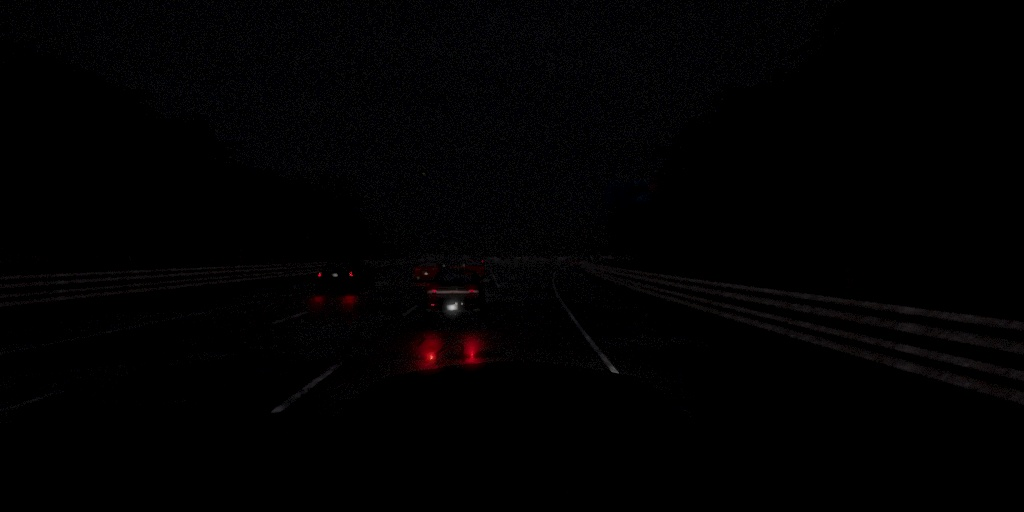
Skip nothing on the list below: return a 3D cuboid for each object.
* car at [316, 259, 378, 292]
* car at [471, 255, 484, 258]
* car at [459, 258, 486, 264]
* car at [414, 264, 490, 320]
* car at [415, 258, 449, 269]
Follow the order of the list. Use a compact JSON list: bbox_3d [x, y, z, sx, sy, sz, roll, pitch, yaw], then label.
[{"bbox_3d":[-9.389,1.030,20.814,2.097,1.767,4.553,0,0,-4],"label":"car"},{"bbox_3d":[-4.920,0.883,50.949,2.150,2.045,5.566,0,0,-5],"label":"car"},{"bbox_3d":[-3.243,1.149,31.130,1.882,1.535,5.008,0,0,-4],"label":"car"},{"bbox_3d":[-1.836,1.209,12.372,2.128,1.511,4.902,0,0,-4],"label":"car"},{"bbox_3d":[-6.460,1.145,28.594,1.882,1.535,5.008,0,0,-4],"label":"car"}]
